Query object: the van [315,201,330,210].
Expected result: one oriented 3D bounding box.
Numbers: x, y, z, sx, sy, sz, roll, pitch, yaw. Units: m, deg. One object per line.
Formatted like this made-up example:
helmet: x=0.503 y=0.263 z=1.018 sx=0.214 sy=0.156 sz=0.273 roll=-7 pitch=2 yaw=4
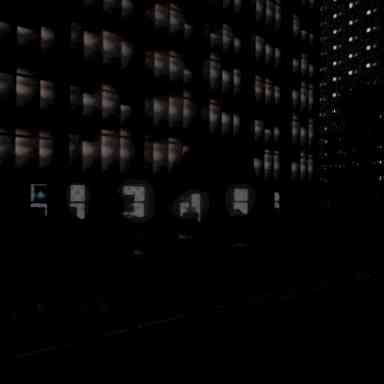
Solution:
van: x=24.263 y=2.565 z=63.283 sx=1.690 sy=1.788 sz=3.998 roll=0 pitch=-1 yaw=-22
